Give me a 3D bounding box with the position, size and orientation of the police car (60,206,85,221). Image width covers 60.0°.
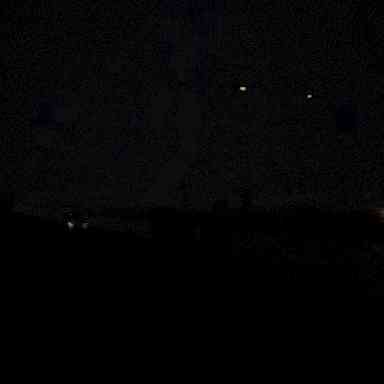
[{"bbox_3d":[-14.521,2.534,40.457,1.930,1.638,5.238,-1,-1,-35],"label":"police car"}]
